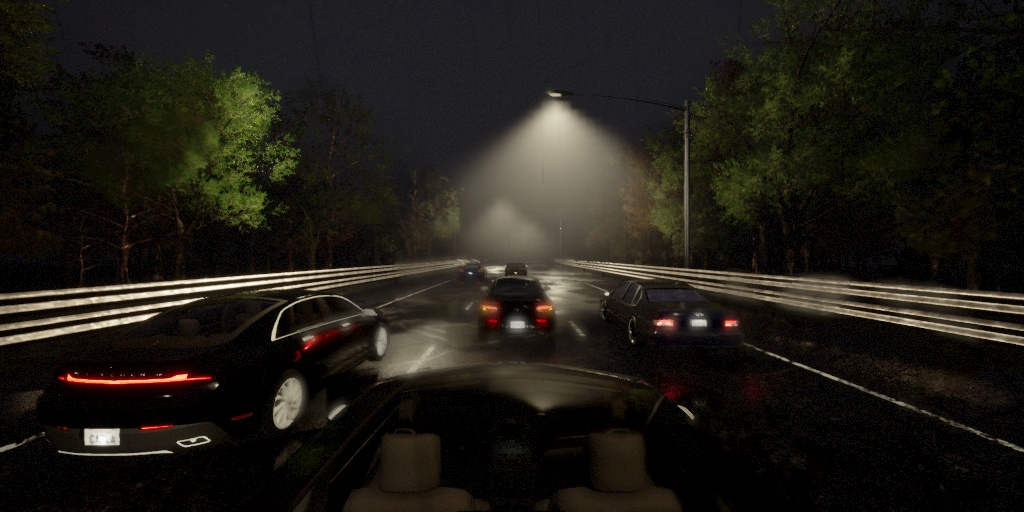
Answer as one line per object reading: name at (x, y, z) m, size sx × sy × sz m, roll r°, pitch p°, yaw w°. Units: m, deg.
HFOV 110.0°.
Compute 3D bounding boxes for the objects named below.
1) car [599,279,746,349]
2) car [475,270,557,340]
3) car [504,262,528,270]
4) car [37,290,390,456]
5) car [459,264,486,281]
car at (3.599, 1.297, 9.173) m, size 2.033 × 1.411 × 5.357 m, roll 0°, pitch 0°, yaw 3°
car at (0.128, 1.275, 9.814) m, size 1.812 × 1.442 × 4.674 m, roll 0°, pitch 0°, yaw 0°
car at (0.344, 1.224, 31.458) m, size 1.882 × 1.535 × 5.008 m, roll 0°, pitch 0°, yaw 1°
car at (-3.388, 1.255, 5.395) m, size 1.837 × 1.490 × 4.892 m, roll 0°, pitch 0°, yaw 0°
car at (-3.175, 1.311, 29.828) m, size 1.994 × 1.385 × 4.181 m, roll 0°, pitch 0°, yaw 1°
